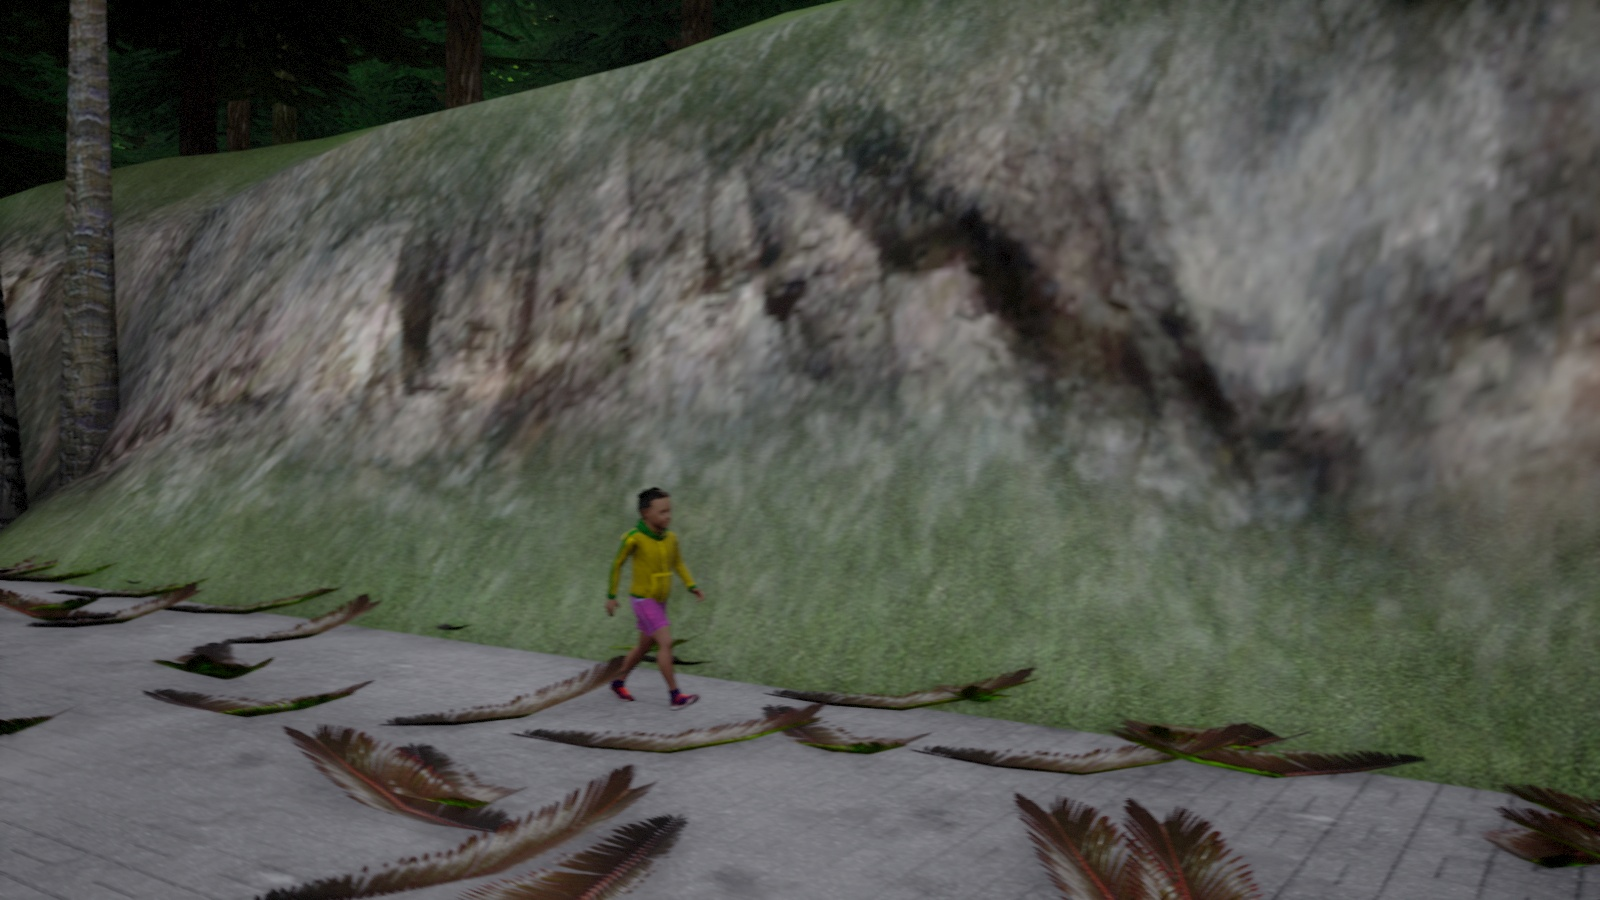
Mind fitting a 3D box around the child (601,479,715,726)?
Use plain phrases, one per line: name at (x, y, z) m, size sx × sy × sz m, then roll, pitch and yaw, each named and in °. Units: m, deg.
child at (-0.706, 0.734, 6.243) m, size 0.473 × 1.160 × 0.299 m, roll 0°, pitch 1°, yaw 33°
